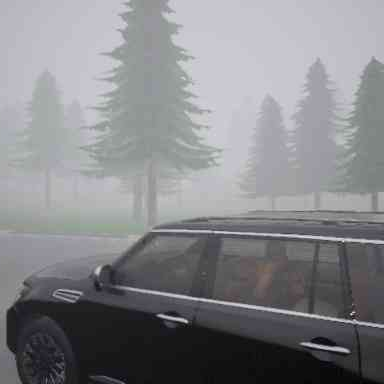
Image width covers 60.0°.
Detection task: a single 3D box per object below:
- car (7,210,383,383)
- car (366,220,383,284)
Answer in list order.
[{"bbox_3d":[0.477,1.220,3.476,5.566,2.045,2.150,0,-1,31],"label":"car"},{"bbox_3d":[7.133,1.540,7.604,5.357,1.411,2.033,0,0,35],"label":"car"}]
